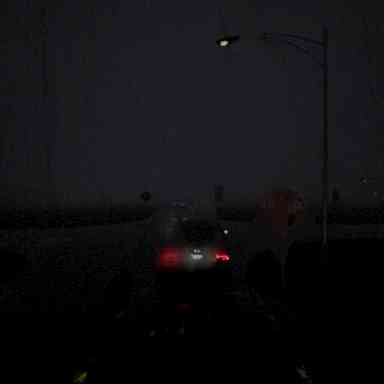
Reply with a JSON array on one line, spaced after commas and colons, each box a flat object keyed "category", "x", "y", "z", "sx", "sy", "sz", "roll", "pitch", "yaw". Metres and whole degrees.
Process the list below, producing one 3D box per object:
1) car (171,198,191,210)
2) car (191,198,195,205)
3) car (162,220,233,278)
[{"category": "car", "x": -1.566, "y": 1.601, "z": 43.569, "sx": 1.812, "sy": 1.442, "sz": 4.674, "roll": 0, "pitch": 0, "yaw": 3}, {"category": "car", "x": -0.456, "y": 1.698, "z": 59.915, "sx": 1.895, "sy": 1.301, "sz": 4.718, "roll": 0, "pitch": 0, "yaw": 5}, {"category": "car", "x": 0.172, "y": 1.568, "z": 10.205, "sx": 2.033, "sy": 1.411, "sz": 5.357, "roll": 0, "pitch": 0, "yaw": 1}]
